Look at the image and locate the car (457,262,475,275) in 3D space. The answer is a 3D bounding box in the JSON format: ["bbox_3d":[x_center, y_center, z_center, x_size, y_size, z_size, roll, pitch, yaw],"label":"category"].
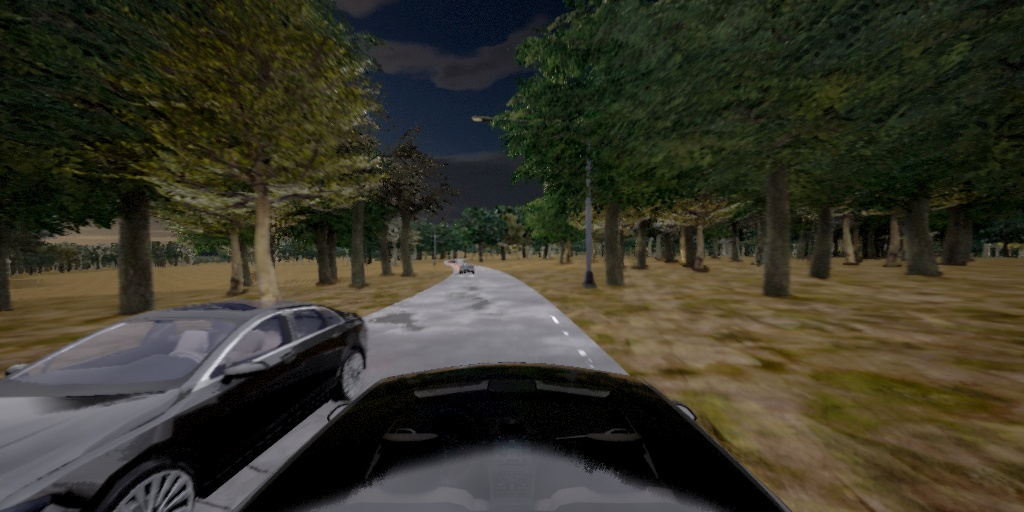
[{"bbox_3d":[-5.774,1.662,46.148,1.994,1.385,4.181,0,0,-7],"label":"car"}]

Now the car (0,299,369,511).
[{"bbox_3d":[-3.131,1.273,3.677,2.128,1.511,4.902,0,-1,0],"label":"car"}]

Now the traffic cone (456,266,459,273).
[{"bbox_3d":[-7.542,2.071,51.174,0.340,0.580,0.340,0,0,-6],"label":"traffic cone"}]
